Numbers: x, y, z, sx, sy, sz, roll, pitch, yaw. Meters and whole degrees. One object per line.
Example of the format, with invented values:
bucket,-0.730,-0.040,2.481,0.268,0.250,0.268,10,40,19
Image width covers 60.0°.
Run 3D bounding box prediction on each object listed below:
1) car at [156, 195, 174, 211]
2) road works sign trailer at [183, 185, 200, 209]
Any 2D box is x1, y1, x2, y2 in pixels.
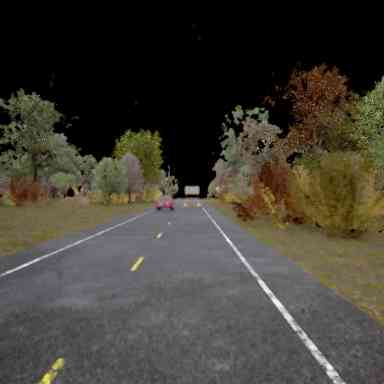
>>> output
car,-3.567,1.481,44.858,2.150,2.045,5.566,0,-1,0
road works sign trailer,0.019,0.767,52.010,2.380,3.560,2.880,0,0,0
